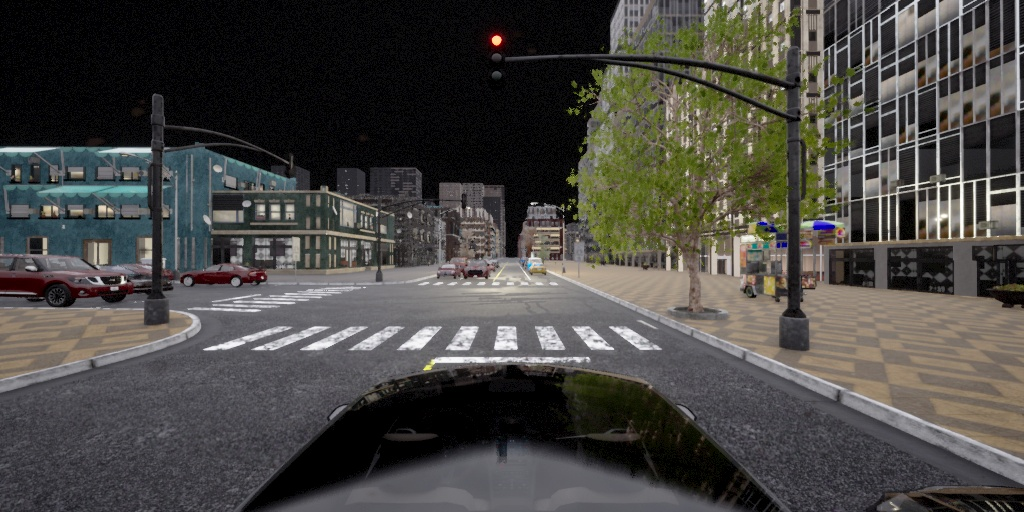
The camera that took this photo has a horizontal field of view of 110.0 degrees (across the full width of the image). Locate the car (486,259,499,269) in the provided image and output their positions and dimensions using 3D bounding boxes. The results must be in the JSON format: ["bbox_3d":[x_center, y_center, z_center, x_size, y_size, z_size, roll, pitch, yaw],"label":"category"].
[{"bbox_3d":[-3.023,1.282,57.579,1.812,1.442,4.674,0,1,0],"label":"car"}]

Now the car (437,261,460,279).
[{"bbox_3d":[-5.659,1.334,32.524,1.802,1.307,4.207,0,0,0],"label":"car"}]

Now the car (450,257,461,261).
[{"bbox_3d":[-5.654,1.067,38.075,2.192,1.841,5.009,0,0,0],"label":"car"}]

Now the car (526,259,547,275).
[{"bbox_3d":[2.727,1.278,38.239,1.751,1.417,4.829,0,0,0],"label":"car"}]

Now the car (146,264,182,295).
[{"bbox_3d":[-18.225,1.082,15.725,5.357,1.411,2.033,1,0,-1],"label":"car"}]

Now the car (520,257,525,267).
[{"bbox_3d":[2.742,1.305,54.723,2.007,1.370,4.403,0,0,0],"label":"car"}]

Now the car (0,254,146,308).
[{"bbox_3d":[-17.147,0.850,13.147,5.009,1.841,2.192,0,0,-1],"label":"car"}]

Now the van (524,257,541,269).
[{"bbox_3d":[2.732,1.094,43.621,1.690,1.789,3.998,0,0,0],"label":"van"}]

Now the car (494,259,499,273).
[{"bbox_3d":[-3.059,1.318,44.388,1.994,1.385,4.181,0,0,0],"label":"car"}]

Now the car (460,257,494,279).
[{"bbox_3d":[-3.069,1.104,32.220,2.097,1.767,4.553,0,0,0],"label":"car"}]

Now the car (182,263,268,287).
[{"bbox_3d":[-17.257,1.121,21.527,4.507,1.381,1.888,0,0,-1],"label":"car"}]
